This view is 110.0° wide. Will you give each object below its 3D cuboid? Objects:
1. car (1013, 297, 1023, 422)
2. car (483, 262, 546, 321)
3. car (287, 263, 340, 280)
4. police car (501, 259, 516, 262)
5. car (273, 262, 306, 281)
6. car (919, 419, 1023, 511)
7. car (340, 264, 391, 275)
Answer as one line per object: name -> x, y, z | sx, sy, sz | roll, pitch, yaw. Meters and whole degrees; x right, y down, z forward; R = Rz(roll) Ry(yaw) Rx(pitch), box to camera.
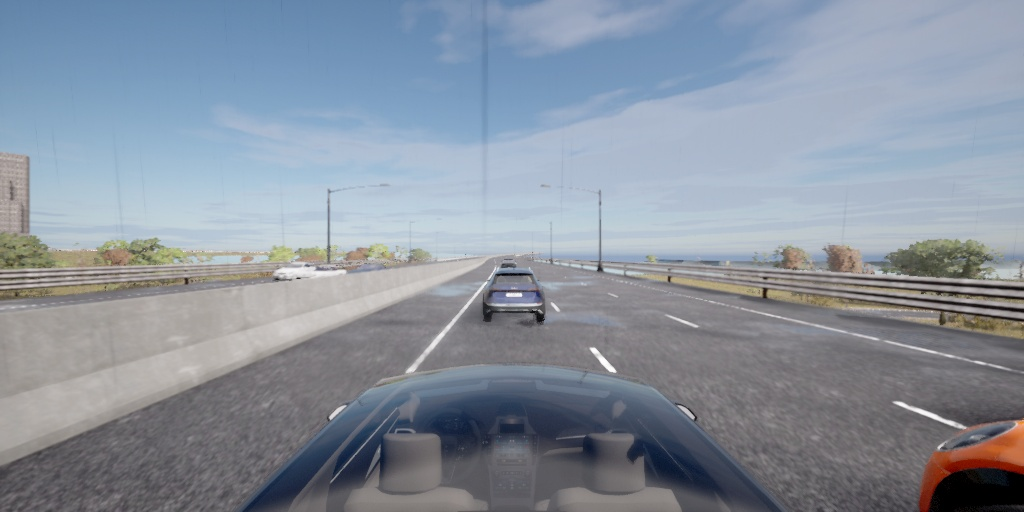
car -> 7.091, 1.253, 1.971 | 1.837, 1.490, 4.892 | 0, 0, 0
car -> 0.049, 1.179, 12.529 | 2.033, 1.649, 4.856 | 0, 0, 0
car -> -14.304, 1.347, 26.844 | 1.895, 1.301, 4.718 | 0, 0, -1
police car -> -0.437, 1.155, 43.679 | 1.930, 1.638, 5.238 | 0, 0, -1
car -> -17.856, 1.270, 30.031 | 1.812, 1.442, 4.674 | 0, 0, -1
car -> 3.591, 1.100, 0.301 | 2.097, 1.767, 4.553 | 0, 0, 0
car -> -10.815, 1.292, 27.600 | 2.033, 1.411, 5.357 | 0, 0, -1
